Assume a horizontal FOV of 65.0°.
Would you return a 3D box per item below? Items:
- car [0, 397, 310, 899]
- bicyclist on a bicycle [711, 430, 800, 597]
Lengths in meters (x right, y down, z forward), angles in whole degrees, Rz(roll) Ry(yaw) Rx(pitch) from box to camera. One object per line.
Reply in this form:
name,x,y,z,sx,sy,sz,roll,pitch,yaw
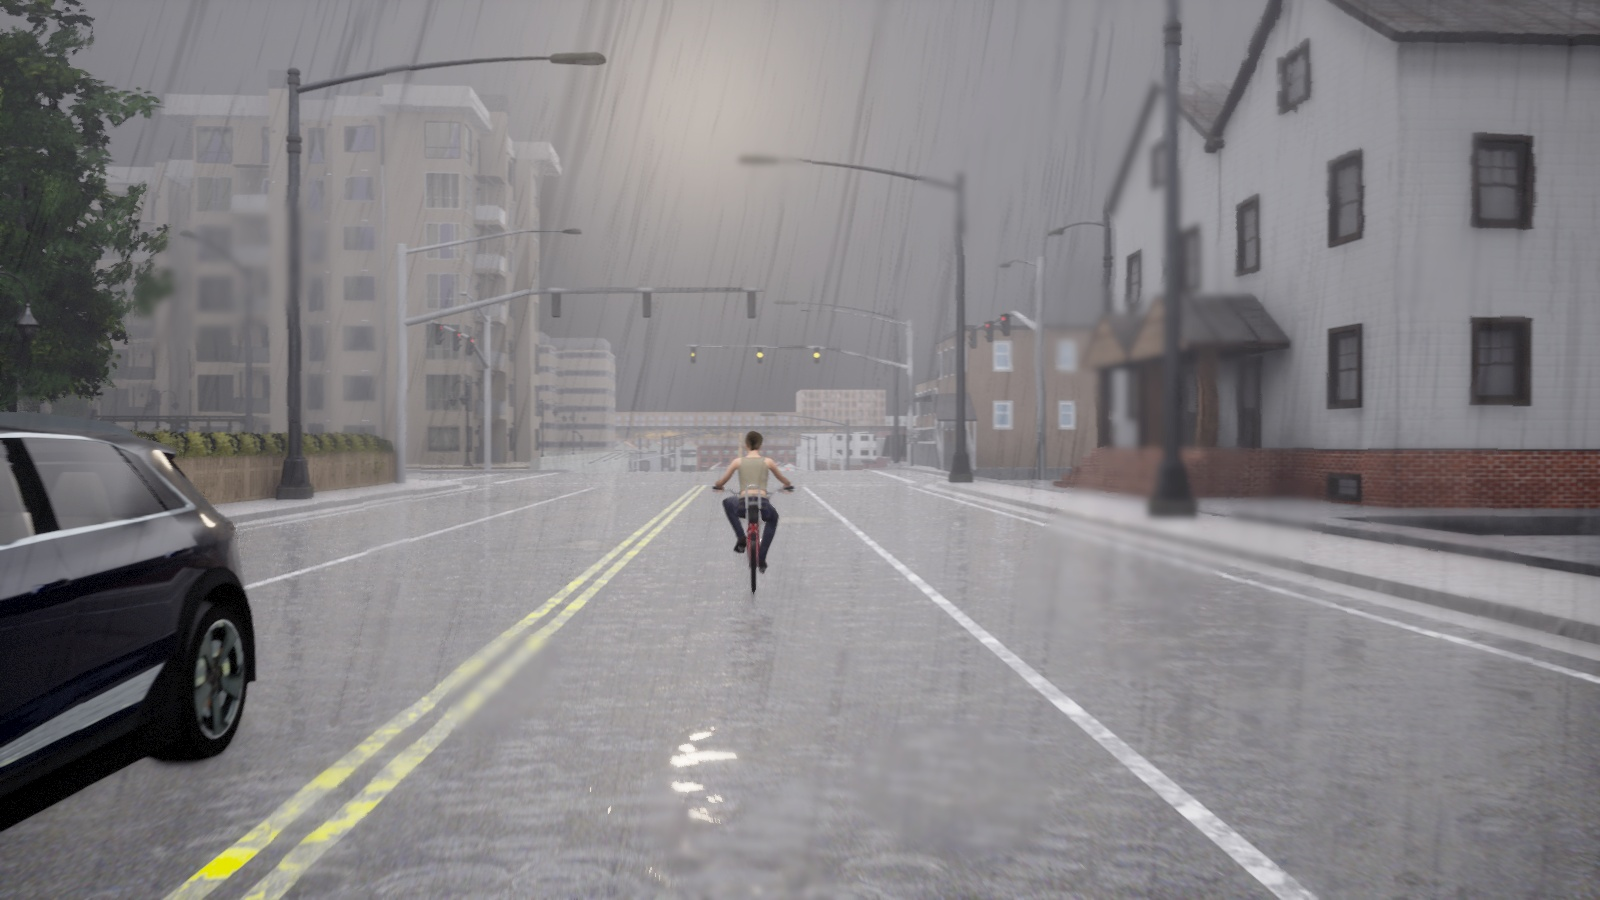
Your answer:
car,-3.647,0.650,4.507,2.033,1.649,4.856,0,0,-2
bicyclist on a bicycle,-0.458,0.610,12.907,0.866,1.612,1.509,0,0,-2
